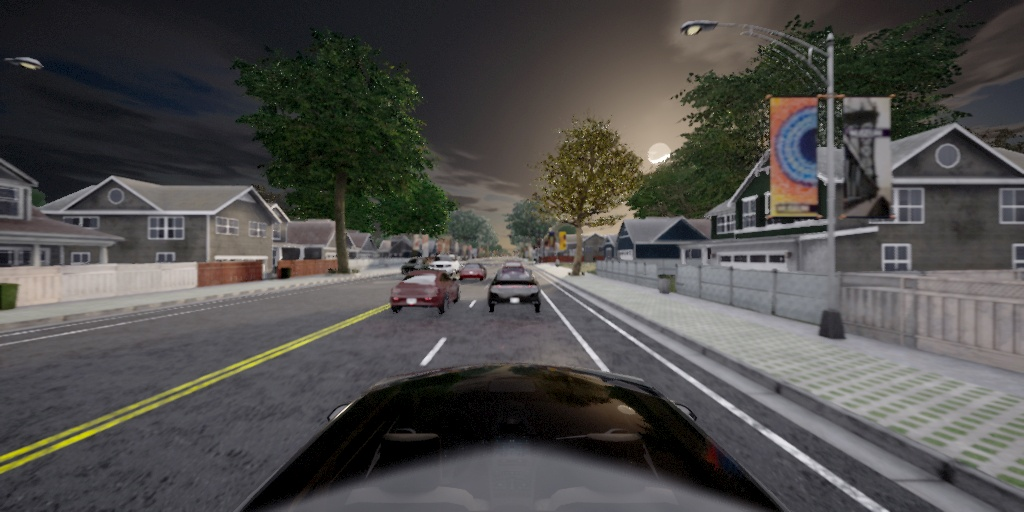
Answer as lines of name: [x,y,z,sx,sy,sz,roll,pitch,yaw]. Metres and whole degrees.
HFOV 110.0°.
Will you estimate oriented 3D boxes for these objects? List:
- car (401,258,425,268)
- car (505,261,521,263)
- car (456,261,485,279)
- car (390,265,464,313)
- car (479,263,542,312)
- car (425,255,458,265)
car: [-9.846,1.025,36.853,2.097,1.767,4.553,0,0,0]
car: [0.092,1.163,30.952,1.882,1.535,5.008,0,0,0]
car: [-3.158,1.252,29.813,1.994,1.385,4.181,0,0,0]
car: [-3.166,1.249,13.627,1.812,1.442,4.674,0,0,0]
car: [0.092,1.214,14.004,2.128,1.511,4.902,0,0,0]
car: [-6.600,0.897,35.451,2.150,2.045,5.566,0,0,0]
